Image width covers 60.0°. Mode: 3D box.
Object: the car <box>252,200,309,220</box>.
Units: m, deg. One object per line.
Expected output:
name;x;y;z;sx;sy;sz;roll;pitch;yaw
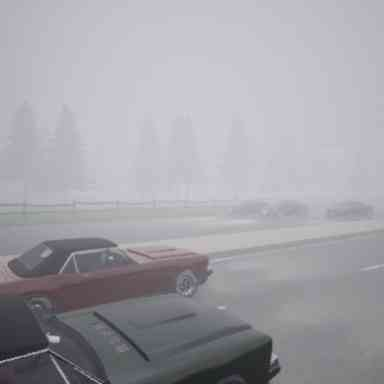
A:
car;7.780;1.452;27.944;4.902;1.511;2.128;0;0;-35

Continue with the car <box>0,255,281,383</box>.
car;-1.460;1.600;2.681;4.718;1.301;1.895;0;0;-36

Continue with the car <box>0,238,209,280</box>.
car;-1.885;1.596;6.685;4.718;1.301;1.895;0;0;-36

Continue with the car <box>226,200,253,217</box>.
car;5.320;1.452;30.490;4.902;1.511;2.128;0;0;-35

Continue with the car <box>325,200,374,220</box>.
car;12.986;1.432;27.356;5.008;1.535;1.882;0;0;-35
